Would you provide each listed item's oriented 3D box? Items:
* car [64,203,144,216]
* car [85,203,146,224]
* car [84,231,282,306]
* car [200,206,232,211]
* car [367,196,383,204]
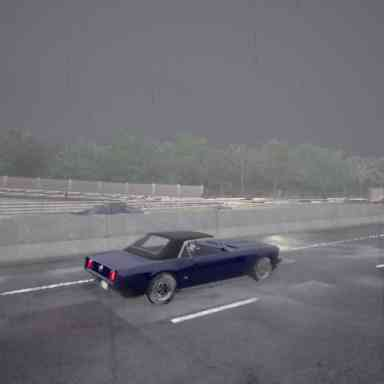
[{"bbox_3d":[-5.622,1.553,21.480,5.357,1.411,2.033,0,0,-36],"label":"car"},{"bbox_3d":[-5.861,1.572,25.608,4.181,1.385,1.994,0,0,-35],"label":"car"},{"bbox_3d":[0.017,1.604,8.067,4.718,1.301,1.895,0,0,-36],"label":"car"},{"bbox_3d":[1.332,1.613,22.143,4.718,1.301,1.895,0,0,-36],"label":"car"},{"bbox_3d":[27.969,1.355,49.628,4.674,1.442,1.812,0,0,-36],"label":"car"}]
